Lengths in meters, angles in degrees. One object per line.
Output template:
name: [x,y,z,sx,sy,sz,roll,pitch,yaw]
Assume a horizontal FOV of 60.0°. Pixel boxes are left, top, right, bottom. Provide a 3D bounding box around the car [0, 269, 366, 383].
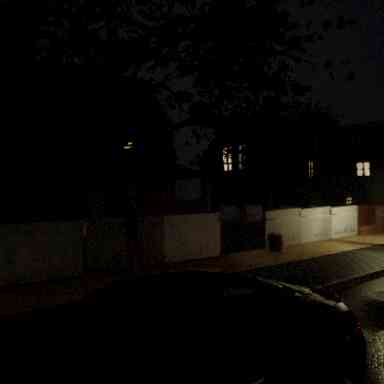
car: [-0.291,1.525,2.880,4.674,1.442,1.812,0,0,-36]
